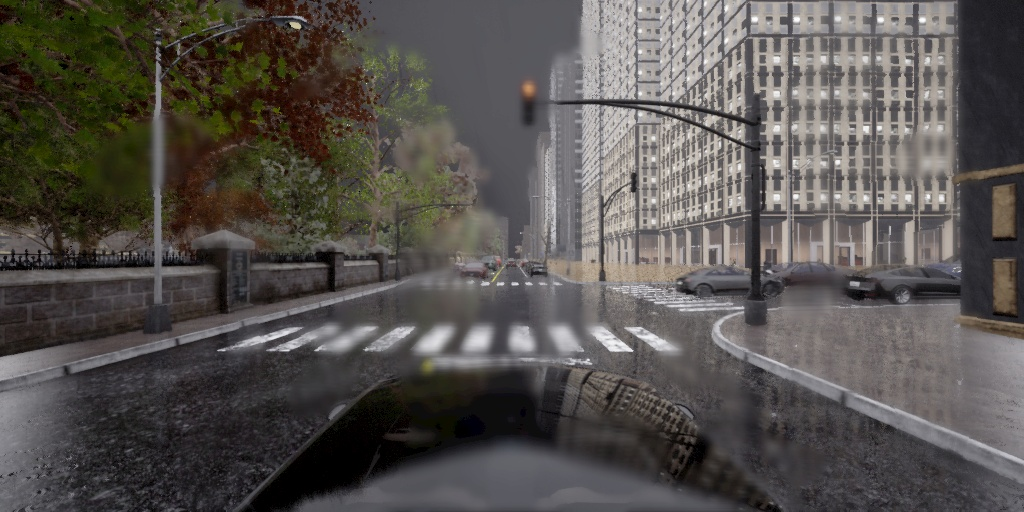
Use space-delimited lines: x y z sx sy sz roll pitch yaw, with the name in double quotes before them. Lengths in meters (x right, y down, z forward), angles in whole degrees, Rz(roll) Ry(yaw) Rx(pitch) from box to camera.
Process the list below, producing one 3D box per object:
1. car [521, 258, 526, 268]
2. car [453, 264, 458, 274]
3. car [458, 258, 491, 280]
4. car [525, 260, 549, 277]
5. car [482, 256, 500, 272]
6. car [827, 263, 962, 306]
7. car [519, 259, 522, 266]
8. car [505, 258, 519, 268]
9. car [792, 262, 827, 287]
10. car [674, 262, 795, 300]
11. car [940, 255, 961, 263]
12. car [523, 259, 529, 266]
"car" 2.604 1.338 46.985 1.948 1.339 4.313 0 0 0
"car" -5.766 1.350 41.337 1.802 1.307 4.207 0 0 0
"car" -3.154 1.239 31.155 1.882 1.535 5.008 0 0 0
"car" 2.625 1.330 35.720 1.948 1.339 4.313 0 0 0
"car" -3.184 0.995 47.701 2.150 2.045 5.566 0 0 0
"car" 14.663 1.026 13.160 4.313 1.339 1.948 0 0 0
"car" 2.573 1.336 63.883 1.888 1.381 4.507 0 0 0
"car" -0.116 1.294 62.551 1.837 1.490 4.892 0 0 0
"car" 15.107 1.025 18.958 5.357 1.411 2.033 -1 0 0
"car" 9.533 1.129 15.942 4.181 1.385 1.994 -1 0 4
"car" 24.505 0.669 19.025 4.553 1.767 2.097 -1 0 0
"car" 2.615 1.334 41.353 1.948 1.339 4.313 0 0 0
